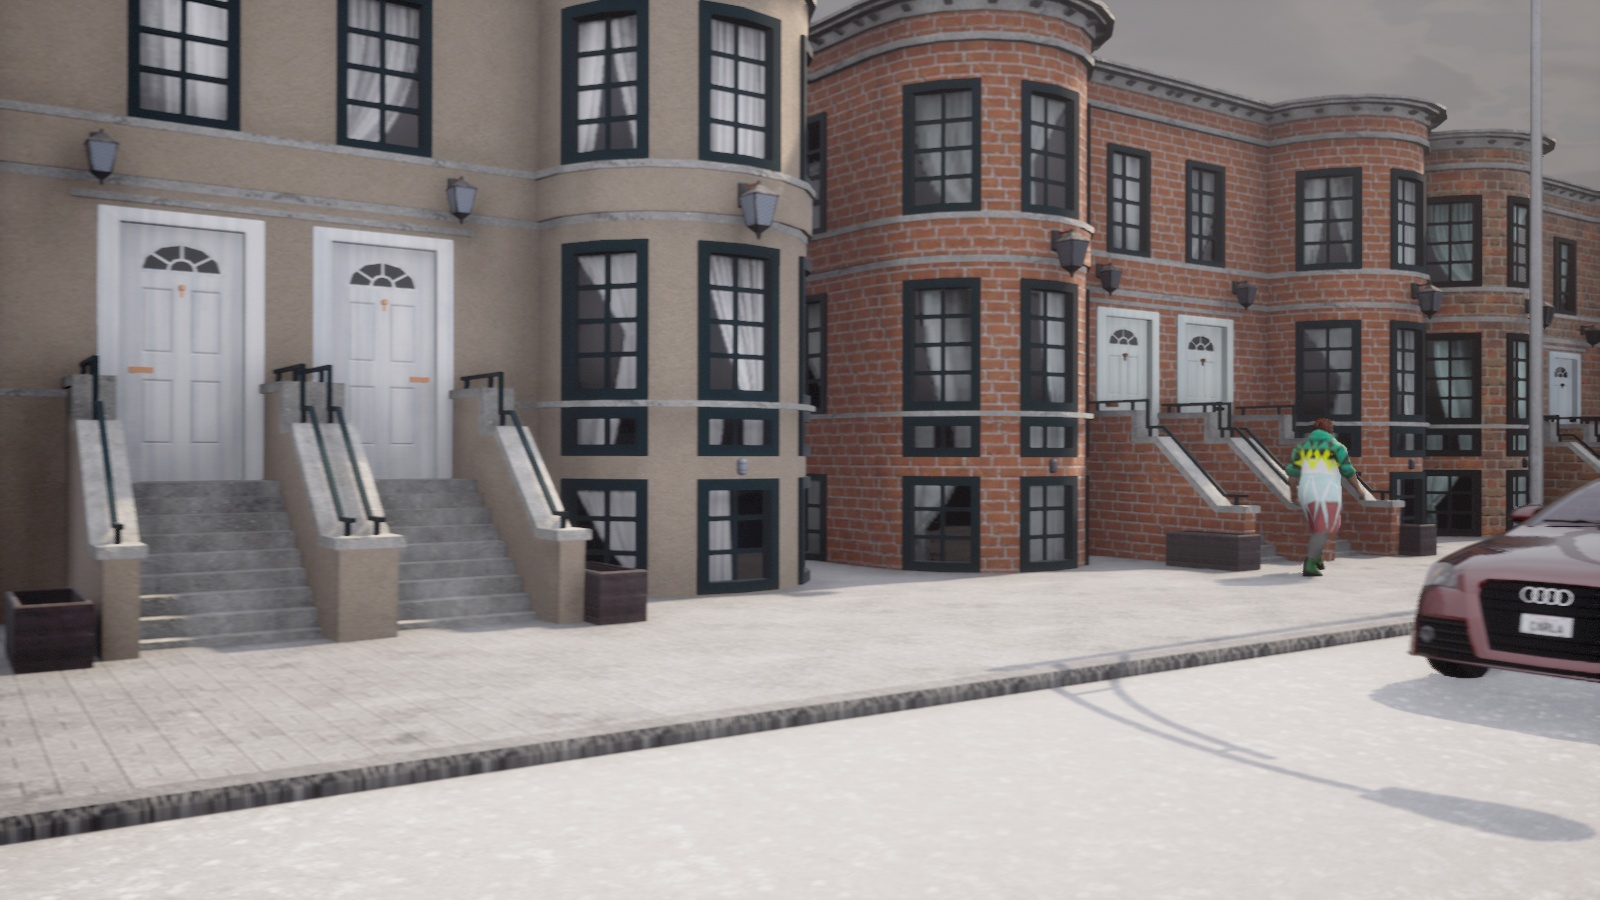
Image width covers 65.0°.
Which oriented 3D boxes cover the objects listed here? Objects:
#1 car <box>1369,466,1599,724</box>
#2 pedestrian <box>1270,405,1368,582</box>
[{"bbox_3d":[5.917,0.819,8.387,4.181,1.385,1.994,0,0,-35],"label":"car"},{"bbox_3d":[5.954,0.480,14.405,0.873,1.952,0.659,0,0,-34],"label":"pedestrian"}]
